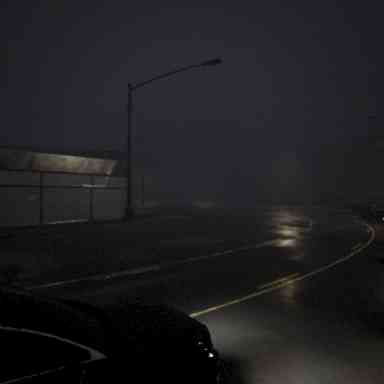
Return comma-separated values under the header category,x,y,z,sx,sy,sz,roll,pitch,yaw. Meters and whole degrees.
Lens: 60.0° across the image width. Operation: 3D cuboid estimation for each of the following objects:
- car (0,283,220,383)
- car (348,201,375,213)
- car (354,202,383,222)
category,x,y,z,sx,sy,sz,roll,pitch,yaw
car,-1.953,1.508,2.570,4.892,1.490,1.837,0,0,-37
car,20.148,1.733,38.795,2.128,1.511,4.902,0,0,-3
car,15.384,1.778,27.845,1.895,1.301,4.718,0,0,15
